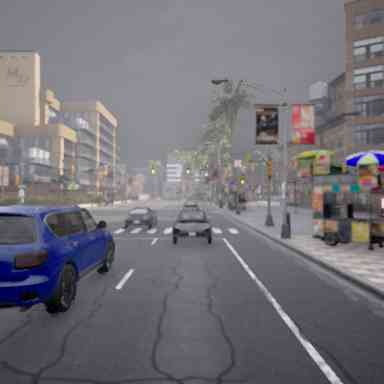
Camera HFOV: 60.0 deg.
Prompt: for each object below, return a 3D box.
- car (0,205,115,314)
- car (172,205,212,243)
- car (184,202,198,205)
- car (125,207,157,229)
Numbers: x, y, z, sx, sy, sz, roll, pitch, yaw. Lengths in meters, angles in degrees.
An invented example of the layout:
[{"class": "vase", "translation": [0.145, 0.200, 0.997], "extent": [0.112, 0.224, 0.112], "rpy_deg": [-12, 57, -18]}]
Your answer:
[{"class": "car", "translation": [-3.450, 1.304, 7.939], "extent": [2.150, 2.045, 5.566], "rpy_deg": [0, -1, 0]}, {"class": "car", "translation": [0.005, 1.660, 16.976], "extent": [2.128, 1.511, 4.902], "rpy_deg": [0, -1, 0]}, {"class": "car", "translation": [-0.115, 1.862, 37.598], "extent": [2.128, 1.511, 4.902], "rpy_deg": [0, -1, 0]}, {"class": "car", "translation": [-3.537, 1.761, 23.469], "extent": [1.812, 1.442, 4.674], "rpy_deg": [0, 0, 0]}]
